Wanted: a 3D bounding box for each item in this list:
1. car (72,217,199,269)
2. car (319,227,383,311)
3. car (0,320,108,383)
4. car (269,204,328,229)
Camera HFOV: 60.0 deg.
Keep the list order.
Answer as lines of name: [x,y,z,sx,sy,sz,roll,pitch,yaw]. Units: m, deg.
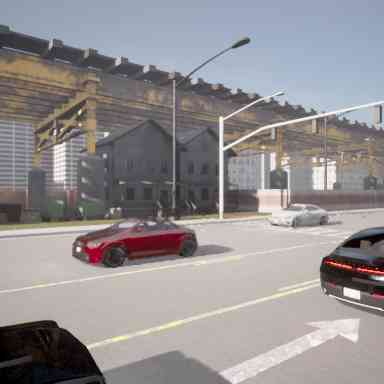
car: [-1.818,1.564,11.284,4.181,1.385,1.994,0,0,-35]
car: [4.741,1.505,7.147,4.892,1.490,1.837,0,0,-35]
car: [-2.791,1.601,1.758,4.718,1.301,1.895,0,0,-35]
car: [7.108,1.525,21.923,4.674,1.442,1.812,0,0,-35]
